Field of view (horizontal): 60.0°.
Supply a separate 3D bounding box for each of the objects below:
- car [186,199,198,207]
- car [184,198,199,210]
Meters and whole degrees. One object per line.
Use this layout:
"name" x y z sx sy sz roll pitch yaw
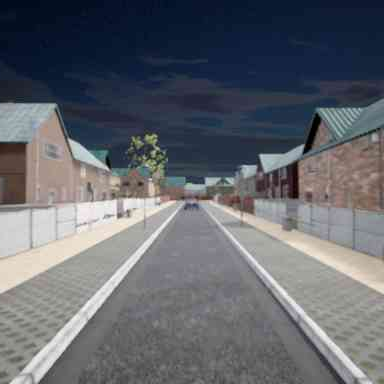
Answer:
"car" -0.037 1.871 57.451 1.994 1.385 4.181 0 0 0
"car" -0.030 1.609 47.745 2.097 1.767 4.553 0 0 0
